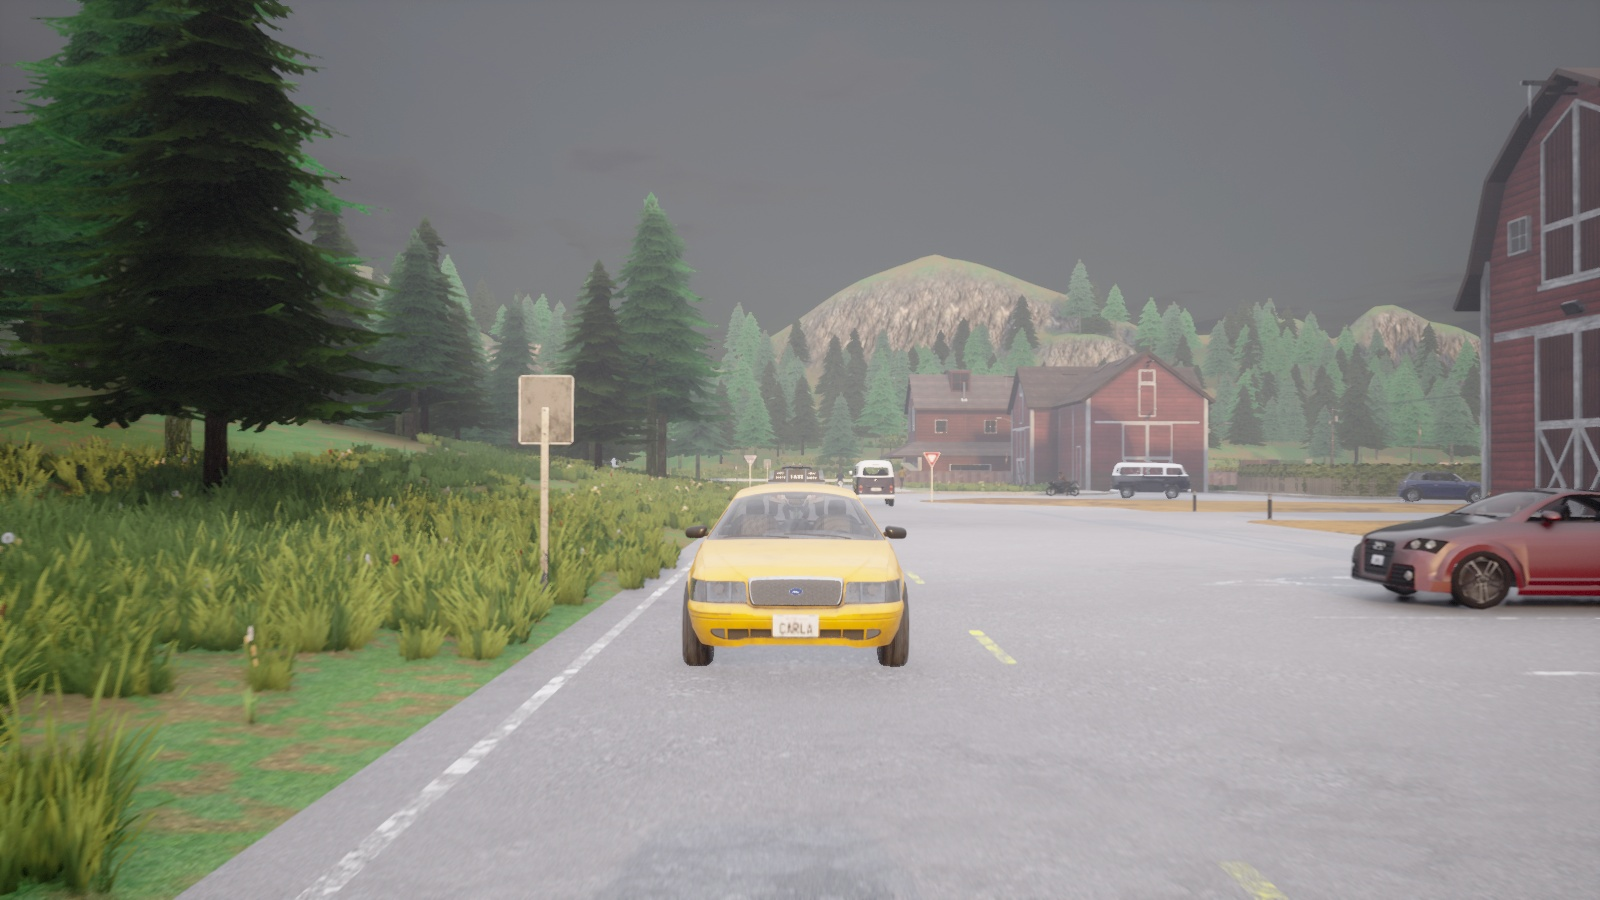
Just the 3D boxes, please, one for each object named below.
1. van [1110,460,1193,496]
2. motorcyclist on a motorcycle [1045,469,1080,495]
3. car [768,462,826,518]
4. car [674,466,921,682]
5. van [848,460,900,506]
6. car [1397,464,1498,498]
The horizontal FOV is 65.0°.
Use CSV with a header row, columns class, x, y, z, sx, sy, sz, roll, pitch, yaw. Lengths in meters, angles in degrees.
class,x,y,z,sx,sy,sz,roll,pitch,yaw
van,19.995,1.589,71.469,4.480,2.038,2.069,0,-1,16
motorcyclist on a motorcycle,15.936,1.933,76.231,2.044,1.523,0.797,0,-1,17
car,-0.108,1.374,44.355,1.932,1.855,4.605,0,-1,0
car,-0.029,0.953,11.873,1.801,1.575,5.366,0,-1,0
van,3.359,1.490,57.721,2.069,2.038,4.480,0,-1,0
car,34.434,1.652,66.934,4.553,1.767,2.097,0,-1,20
